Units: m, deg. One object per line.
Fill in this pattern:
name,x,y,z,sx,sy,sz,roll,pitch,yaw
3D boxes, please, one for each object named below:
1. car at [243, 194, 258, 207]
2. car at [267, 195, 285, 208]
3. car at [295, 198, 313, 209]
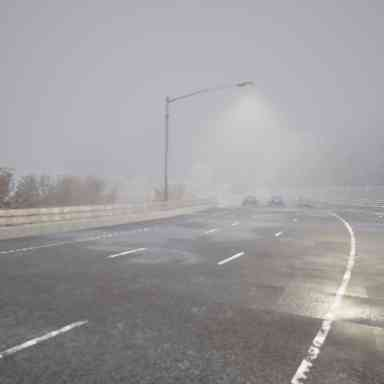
car,8.382,1.173,47.815,2.097,1.767,4.553,1,0,9
car,11.695,1.226,46.461,2.097,1.767,4.553,1,0,10
car,14.987,1.478,44.495,2.033,1.411,5.357,1,0,11
